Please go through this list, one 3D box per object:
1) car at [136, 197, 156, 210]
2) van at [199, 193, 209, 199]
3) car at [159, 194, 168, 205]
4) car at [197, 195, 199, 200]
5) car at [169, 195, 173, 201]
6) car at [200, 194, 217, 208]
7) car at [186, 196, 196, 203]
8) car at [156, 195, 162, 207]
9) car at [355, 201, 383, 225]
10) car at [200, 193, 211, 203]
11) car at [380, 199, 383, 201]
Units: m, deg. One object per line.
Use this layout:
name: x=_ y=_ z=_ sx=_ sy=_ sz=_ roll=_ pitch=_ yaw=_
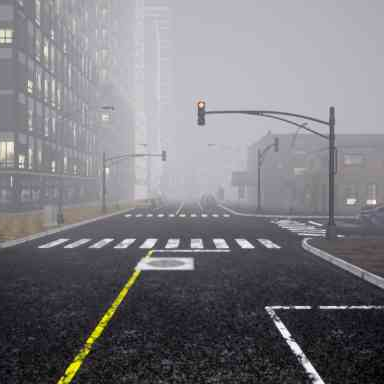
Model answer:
car: x=-5.975 y=1.515 z=41.716 sx=1.752 sy=1.417 sz=4.829 roll=-1 pitch=0 yaw=0
van: x=2.501 y=1.329 z=53.147 sx=1.690 sy=1.788 sz=3.998 roll=-1 pitch=0 yaw=0
car: x=-5.861 y=1.552 z=58.819 sx=1.947 sy=1.339 sz=4.313 roll=-1 pitch=0 yaw=0
car: x=2.482 y=1.302 z=58.791 sx=2.192 sy=1.841 sz=5.009 roll=-1 pitch=0 yaw=0
car: x=-5.954 y=1.508 z=86.869 sx=1.752 sy=1.417 sz=4.829 roll=-1 pitch=0 yaw=0
car: x=2.522 y=1.429 z=47.503 sx=1.967 sy=1.590 sz=4.097 roll=-1 pitch=0 yaw=0
car: x=-0.228 y=1.509 z=69.674 sx=2.128 sy=1.511 sz=4.902 roll=0 pitch=0 yaw=0
car: x=-5.823 y=1.554 z=47.530 sx=1.947 sy=1.339 sz=4.313 roll=-1 pitch=0 yaw=0
car: x=14.610 y=1.649 z=24.680 sx=4.674 sy=1.442 sz=1.812 roll=1 pitch=1 yaw=0
car: x=2.865 y=1.212 z=73.442 sx=2.150 sy=2.045 sz=5.566 roll=0 pitch=0 yaw=0
car: x=16.438 y=1.415 z=27.260 sx=5.009 sy=1.841 sz=2.192 roll=1 pitch=0 yaw=1
